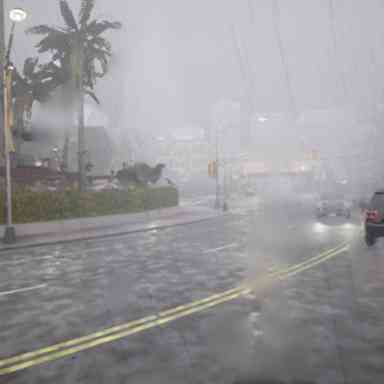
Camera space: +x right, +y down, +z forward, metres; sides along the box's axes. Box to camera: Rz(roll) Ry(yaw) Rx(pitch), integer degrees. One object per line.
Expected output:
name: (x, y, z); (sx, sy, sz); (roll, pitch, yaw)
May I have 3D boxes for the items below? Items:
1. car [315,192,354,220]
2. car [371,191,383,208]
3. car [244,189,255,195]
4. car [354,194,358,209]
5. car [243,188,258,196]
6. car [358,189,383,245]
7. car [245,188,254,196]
car: (9.489, 0.776, 22.479); (2.097, 1.767, 4.553); (-1, 1, 22)
car: (19.095, 0.670, 31.819); (2.128, 1.511, 4.902); (-1, 1, 12)
car: (16.079, -0.114, 92.763); (2.231, 1.521, 4.892); (-1, 1, 20)
car: (14.686, 0.813, 27.929); (2.128, 1.511, 4.902); (-1, 1, 14)
car: (13.234, 0.175, 75.802); (2.097, 1.535, 5.008); (-1, 1, 10)
car: (8.196, 0.879, 12.961); (2.150, 2.045, 5.566); (0, 1, 35)
car: (14.195, -0.057, 82.153); (2.185, 1.767, 4.553); (-1, 1, 10)
